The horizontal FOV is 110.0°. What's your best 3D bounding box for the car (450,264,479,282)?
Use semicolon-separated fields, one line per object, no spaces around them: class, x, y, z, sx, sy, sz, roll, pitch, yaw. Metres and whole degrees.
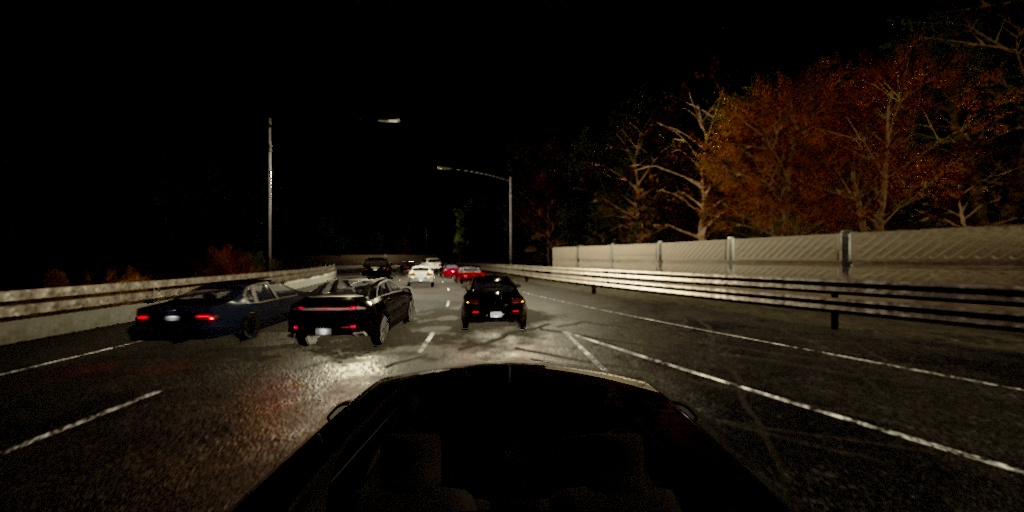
car;-3.471;1.518;28.387;1.895;1.301;4.718;0;0;-17

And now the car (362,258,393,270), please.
car;-11.397;1.185;30.434;2.150;2.045;5.566;0;0;-16

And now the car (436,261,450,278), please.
car;-6.634;1.550;38.187;1.994;1.385;4.181;0;0;-19

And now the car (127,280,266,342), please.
car;-7.428;1.379;10.083;2.033;1.411;5.357;0;0;-5

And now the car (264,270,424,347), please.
car;-3.940;1.304;9.568;2.128;1.511;4.902;0;0;-4

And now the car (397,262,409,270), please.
car;-13.488;1.564;45.941;1.837;1.490;4.892;0;0;-24

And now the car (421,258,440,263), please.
car;-11.104;1.288;48.850;2.150;2.045;5.566;0;0;-25

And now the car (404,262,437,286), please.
car;-6.859;1.450;26.973;1.812;1.442;4.674;0;0;-14

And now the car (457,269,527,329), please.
car;-0.640;1.335;11.456;1.812;1.442;4.674;0;0;-6
